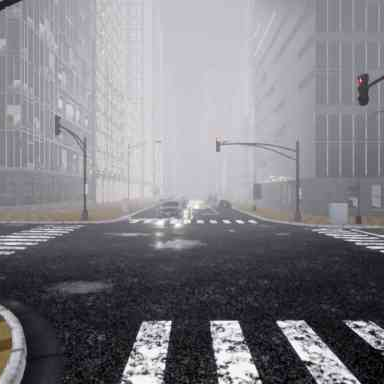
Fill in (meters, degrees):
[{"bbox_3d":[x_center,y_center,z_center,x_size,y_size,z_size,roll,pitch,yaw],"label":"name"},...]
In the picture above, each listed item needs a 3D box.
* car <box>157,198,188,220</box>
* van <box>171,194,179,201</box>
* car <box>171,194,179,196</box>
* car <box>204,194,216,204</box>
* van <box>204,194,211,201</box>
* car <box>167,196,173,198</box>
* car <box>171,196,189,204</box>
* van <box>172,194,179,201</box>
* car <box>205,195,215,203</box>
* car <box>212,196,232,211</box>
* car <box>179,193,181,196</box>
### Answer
[{"bbox_3d":[-1.733,1.524,28.581,1.837,1.490,4.892,0,0,4],"label":"car"},{"bbox_3d":[-4.168,1.321,80.449,1.690,1.788,3.998,0,0,0],"label":"van"},{"bbox_3d":[-4.097,1.564,63.866,1.947,1.339,4.313,0,0,0],"label":"car"},{"bbox_3d":[3.783,1.313,63.899,2.192,1.841,5.009,0,0,0],"label":"car"},{"bbox_3d":[3.712,1.321,80.482,1.690,1.788,3.998,0,0,0],"label":"van"},{"bbox_3d":[-4.027,1.593,47.283,1.802,1.307,4.206,0,0,0],"label":"car"},{"bbox_3d":[-1.548,1.613,44.280,1.895,1.301,4.718,0,0,0],"label":"car"},{"bbox_3d":[-4.191,1.315,85.976,1.690,1.788,3.998,0,0,0],"label":"van"},{"bbox_3d":[3.759,1.432,69.428,1.967,1.590,4.097,0,0,0],"label":"car"},{"bbox_3d":[3.926,1.579,41.791,1.947,1.339,4.313,0,0,0],"label":"car"},{"bbox_3d":[-1.556,1.521,65.902,1.812,1.442,4.674,0,0,0],"label":"car"}]
